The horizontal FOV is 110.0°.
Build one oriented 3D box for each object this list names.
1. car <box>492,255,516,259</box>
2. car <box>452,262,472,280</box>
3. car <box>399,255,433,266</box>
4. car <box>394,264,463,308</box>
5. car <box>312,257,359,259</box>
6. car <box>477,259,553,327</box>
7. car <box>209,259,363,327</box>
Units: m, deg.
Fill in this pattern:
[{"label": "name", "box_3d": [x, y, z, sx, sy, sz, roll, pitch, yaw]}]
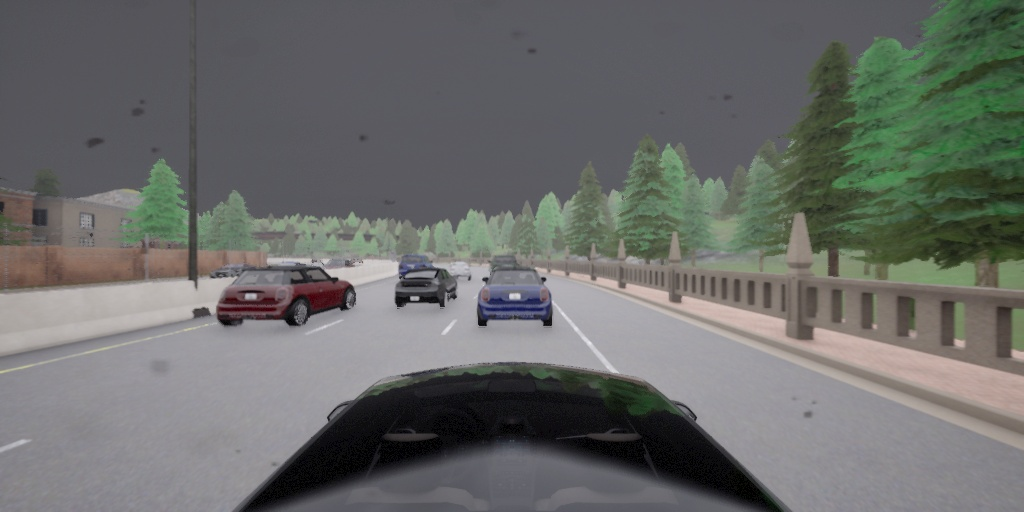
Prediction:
[{"label": "car", "box_3d": [-0.731, 0.941, 29.180, 2.150, 2.045, 5.566, 0, 0, -6]}, {"label": "car", "box_3d": [-4.533, 1.243, 31.069, 1.812, 1.442, 4.674, 0, 0, -8]}, {"label": "car", "box_3d": [-7.748, 0.942, 29.124, 2.150, 2.045, 5.566, 0, 0, -6]}, {"label": "car", "box_3d": [-3.426, 1.240, 14.978, 1.837, 1.490, 4.892, 0, 0, 0]}, {"label": "car", "box_3d": [-15.376, 1.069, 31.500, 2.097, 1.767, 4.553, 0, 0, -9]}, {"label": "car", "box_3d": [0.080, 1.090, 11.631, 2.097, 1.767, 4.553, 0, 0, 0]}, {"label": "car", "box_3d": [-6.919, 1.091, 11.629, 2.097, 1.767, 4.553, 0, 0, 0]}]
